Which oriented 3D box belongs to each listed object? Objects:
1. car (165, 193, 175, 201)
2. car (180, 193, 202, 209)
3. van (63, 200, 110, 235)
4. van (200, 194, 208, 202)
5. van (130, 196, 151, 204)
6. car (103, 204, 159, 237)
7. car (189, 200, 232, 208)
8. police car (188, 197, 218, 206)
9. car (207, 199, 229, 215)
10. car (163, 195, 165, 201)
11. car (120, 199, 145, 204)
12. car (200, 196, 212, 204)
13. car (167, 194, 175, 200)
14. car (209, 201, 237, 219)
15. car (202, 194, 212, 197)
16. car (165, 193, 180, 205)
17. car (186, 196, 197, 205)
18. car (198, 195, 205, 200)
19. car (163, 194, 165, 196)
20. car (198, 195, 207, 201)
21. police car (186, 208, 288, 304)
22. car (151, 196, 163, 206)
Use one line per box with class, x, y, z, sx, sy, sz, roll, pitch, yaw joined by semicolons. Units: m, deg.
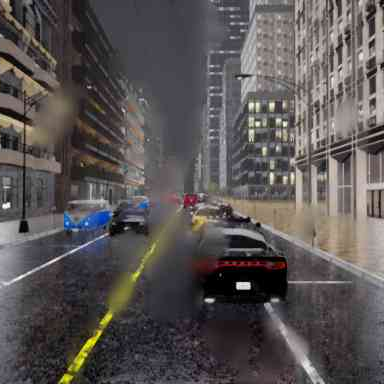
car;-5.749;1.223;86.728;2.192;1.841;5.009;1;0;0
car;-0.033;1.196;45.674;2.150;2.045;5.566;0;0;1
van;-5.689;1.337;18.342;1.690;1.788;3.998;1;0;0
van;2.650;1.271;75.218;1.690;1.788;3.998;1;0;0
van;-5.704;1.326;35.441;1.690;1.788;3.998;1;0;0
car;-3.117;1.559;17.968;1.994;1.385;4.181;0;0;0
car;0.882;1.451;18.445;1.801;1.575;5.366;0;0;0
police car;0.877;1.418;24.365;1.930;1.638;5.238;0;0;0
car;2.672;1.536;35.331;2.008;1.369;4.403;1;0;0
car;-5.724;1.547;52.535;1.802;1.307;4.206;1;0;0
car;-5.704;1.556;29.743;1.947;1.339;4.313;1;0;0
car;2.646;1.499;63.822;2.008;1.369;4.403;1;0;0
car;-5.757;1.337;92.428;1.967;1.590;4.097;1;0;0
car;2.677;1.541;29.634;2.008;1.369;4.403;1;0;0
car;2.656;1.272;58.124;2.192;1.841;5.009;1;0;0
car;-3.133;1.176;59.575;2.150;2.045;5.566;0;0;0
car;-0.054;1.461;58.704;1.837;1.490;4.892;0;0;0
car;2.588;1.479;92.311;1.802;1.307;4.206;1;0;0
car;-5.739;1.244;75.332;2.192;1.841;5.009;1;0;0
car;2.607;1.485;80.916;1.947;1.339;4.313;1;0;0
police car;0.891;1.424;8.363;1.930;1.638;5.238;0;0;0
car;-5.719;1.524;46.838;2.008;1.369;4.403;1;0;0
